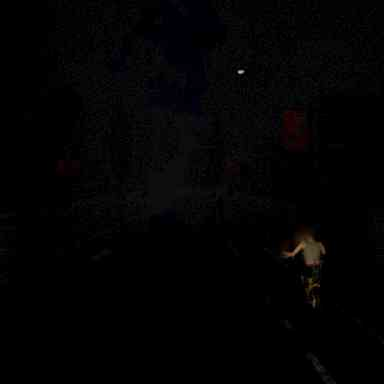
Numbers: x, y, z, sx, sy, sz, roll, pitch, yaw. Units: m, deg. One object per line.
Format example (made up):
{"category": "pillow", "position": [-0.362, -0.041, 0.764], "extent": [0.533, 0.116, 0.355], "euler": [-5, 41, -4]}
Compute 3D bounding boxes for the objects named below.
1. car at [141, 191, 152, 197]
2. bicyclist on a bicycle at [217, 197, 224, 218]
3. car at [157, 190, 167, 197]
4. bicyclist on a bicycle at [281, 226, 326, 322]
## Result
{"category": "car", "position": [-9.730, 0.419, 71.138], "extent": [1.895, 1.301, 4.718], "euler": [0, 1, 0]}
{"category": "bicyclist on a bicycle", "position": [2.256, 1.254, 26.096], "extent": [0.582, 1.620, 1.656], "euler": [0, -2, 0]}
{"category": "car", "position": [-6.479, 0.348, 71.165], "extent": [2.128, 1.511, 4.902], "euler": [0, 1, 0]}
{"category": "bicyclist on a bicycle", "position": [2.158, 1.433, 6.230], "extent": [0.866, 1.612, 1.509], "euler": [0, 0, 0]}
